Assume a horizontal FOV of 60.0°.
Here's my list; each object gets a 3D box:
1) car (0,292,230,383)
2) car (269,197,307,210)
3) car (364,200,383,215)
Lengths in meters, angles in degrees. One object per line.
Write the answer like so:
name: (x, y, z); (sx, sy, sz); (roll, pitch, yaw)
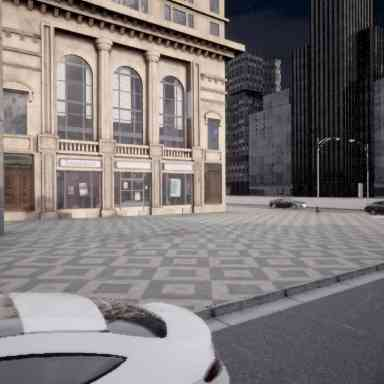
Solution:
car: (-1.830, 1.526, 2.069); (4.674, 1.442, 1.812); (0, 0, -36)
car: (11.488, 1.410, 39.990); (2.128, 1.511, 4.902); (-1, 1, -34)
car: (18.148, 1.477, 30.197); (1.812, 1.442, 4.674); (-1, 0, -34)
